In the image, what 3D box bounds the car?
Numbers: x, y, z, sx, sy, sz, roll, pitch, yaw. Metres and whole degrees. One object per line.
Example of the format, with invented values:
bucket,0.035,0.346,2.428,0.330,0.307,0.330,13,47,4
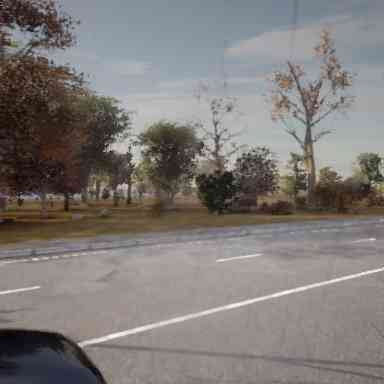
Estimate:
car,-2.514,1.556,1.845,4.181,1.385,1.994,0,0,-36
